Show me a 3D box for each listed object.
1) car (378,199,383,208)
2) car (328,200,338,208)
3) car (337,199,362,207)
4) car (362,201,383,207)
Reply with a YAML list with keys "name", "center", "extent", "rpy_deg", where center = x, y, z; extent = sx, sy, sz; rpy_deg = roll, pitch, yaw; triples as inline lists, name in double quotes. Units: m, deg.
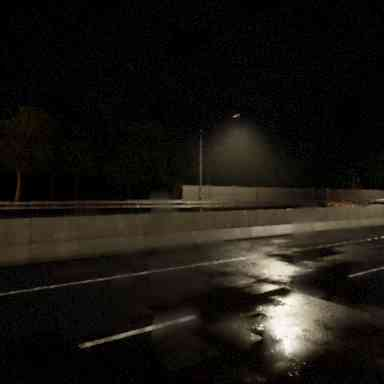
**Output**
- name: "car"
  center: [35.291, 1.963, 59.223]
  extent: [5.008, 1.535, 1.882]
  rpy_deg: [1, 0, -36]
- name: "car"
  center: [22.466, 1.841, 50.095]
  extent: [5.008, 1.535, 1.882]
  rpy_deg: [1, -1, -35]
- name: "car"
  center: [22.650, 1.947, 45.944]
  extent: [4.718, 1.301, 1.895]
  rpy_deg: [1, 0, -35]
- name: "car"
  center: [24.433, 1.870, 42.921]
  extent: [4.674, 1.442, 1.812]
  rpy_deg: [1, 0, -35]
